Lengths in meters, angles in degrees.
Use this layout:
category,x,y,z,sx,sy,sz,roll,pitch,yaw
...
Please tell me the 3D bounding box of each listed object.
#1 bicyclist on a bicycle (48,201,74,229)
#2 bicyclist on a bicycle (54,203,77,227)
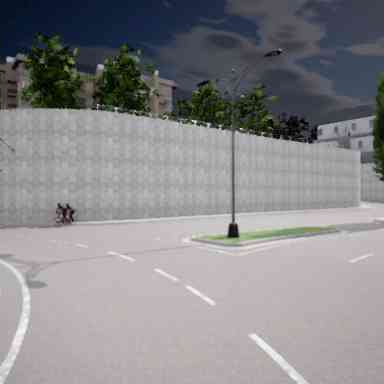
category,x,y,z,sx,sy,sz,roll,pitch,yaw
bicyclist on a bicycle,-9.158,1.560,23.368,0.582,1.620,1.656,0,9,22
bicyclist on a bicycle,-8.573,1.595,23.152,0.582,1.620,1.656,9,9,24
